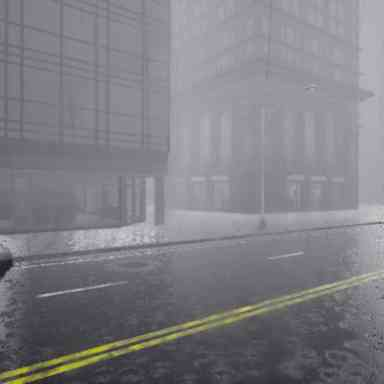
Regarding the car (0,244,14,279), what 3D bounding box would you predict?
[{"bbox_3d":[-6.525,1.595,7.004,4.718,1.301,1.895,0,0,-36],"label":"car"}]
